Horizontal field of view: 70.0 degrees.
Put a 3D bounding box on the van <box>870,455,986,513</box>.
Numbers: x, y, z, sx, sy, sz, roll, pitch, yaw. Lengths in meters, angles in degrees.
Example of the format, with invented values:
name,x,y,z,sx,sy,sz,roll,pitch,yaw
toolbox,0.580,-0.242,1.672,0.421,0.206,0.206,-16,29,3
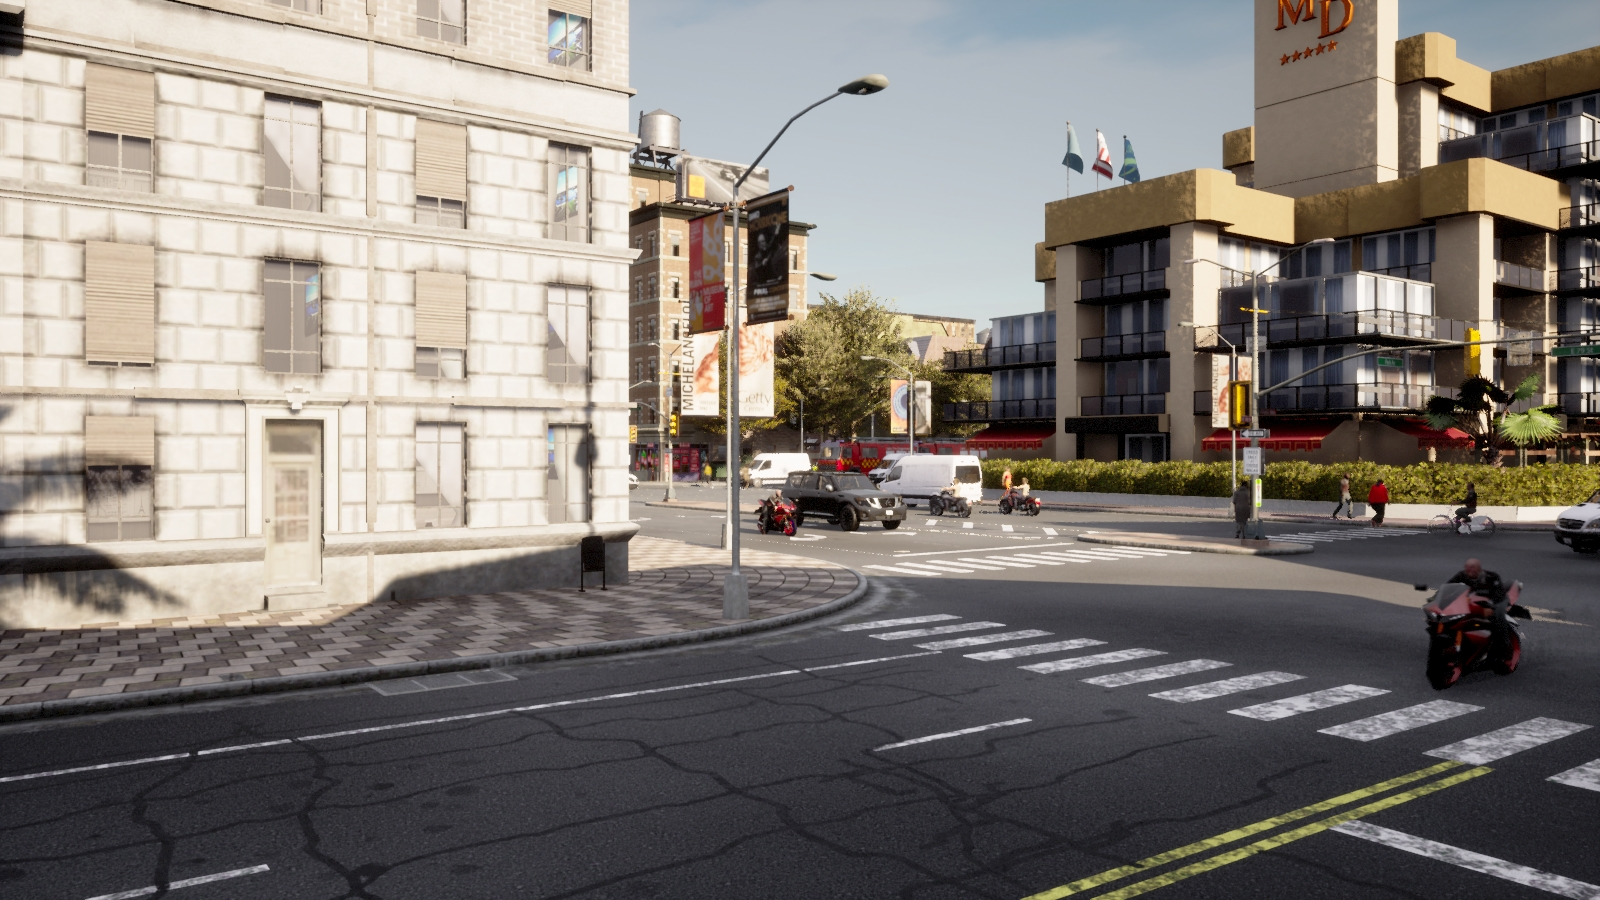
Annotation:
name,x,y,z,sx,sy,sz,roll,pitch,yaw
van,5.947,1.534,54.072,1.988,2.561,5.915,0,0,-36

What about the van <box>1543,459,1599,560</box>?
name,x,y,z,sx,sy,sz,roll,pitch,yaw
van,23.256,1.535,30.145,5.915,2.561,1.988,0,0,2

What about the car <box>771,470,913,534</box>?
name,x,y,z,sx,sy,sz,roll,pitch,yaw
car,1.410,1.779,41.176,2.150,2.045,5.566,0,0,-35

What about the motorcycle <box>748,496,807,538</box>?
name,x,y,z,sx,sy,sz,roll,pitch,yaw
motorcycle,-0.756,2.205,37.717,0.867,1.251,2.209,0,0,-36

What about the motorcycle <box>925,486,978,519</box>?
name,x,y,z,sx,sy,sz,roll,pitch,yaw
motorcycle,6.287,2.170,47.595,0.764,1.277,2.356,0,0,-36

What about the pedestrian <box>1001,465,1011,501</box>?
name,x,y,z,sx,sy,sz,roll,pitch,yaw
pedestrian,10.716,1.697,59.424,0.375,1.860,0.375,0,0,-36

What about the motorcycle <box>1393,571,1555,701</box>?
name,x,y,z,sx,sy,sz,roll,pitch,yaw
motorcycle,8.200,2.205,13.871,2.209,1.251,0.867,0,0,-35

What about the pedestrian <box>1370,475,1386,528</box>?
name,x,y,z,sx,sy,sz,roll,pitch,yaw
pedestrian,20.824,1.846,41.182,0.375,1.860,0.375,0,0,-37

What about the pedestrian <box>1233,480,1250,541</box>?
name,x,y,z,sx,sy,sz,roll,pitch,yaw
pedestrian,13.601,1.848,35.177,0.375,1.860,0.375,0,0,42

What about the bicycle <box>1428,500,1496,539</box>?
name,x,y,z,sx,sy,sz,roll,pitch,yaw
bicycle,20.996,2.210,36.266,1.835,1.171,0.329,0,0,24

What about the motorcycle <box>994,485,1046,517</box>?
name,x,y,z,sx,sy,sz,roll,pitch,yaw
motorcycle,9.406,2.170,48.968,0.764,1.277,2.356,0,0,-34

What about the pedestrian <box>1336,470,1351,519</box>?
name,x,y,z,sx,sy,sz,roll,pitch,yaw
pedestrian,20.720,1.696,43.539,0.375,1.860,0.375,0,0,-29
